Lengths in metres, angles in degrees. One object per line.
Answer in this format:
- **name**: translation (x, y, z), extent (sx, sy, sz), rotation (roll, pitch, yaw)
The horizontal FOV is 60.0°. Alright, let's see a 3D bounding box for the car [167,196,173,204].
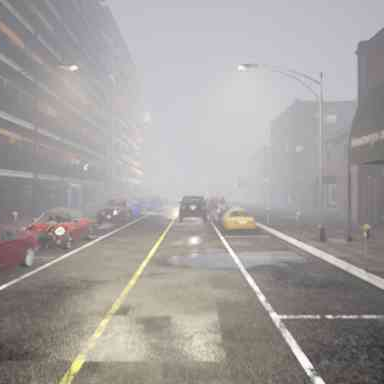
- **car**: translation (-5.711, 1.796, 69.616), extent (1.947, 1.339, 4.313), rotation (0, 0, 0)

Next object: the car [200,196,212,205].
- **car**: translation (2.672, 1.649, 64.079), extent (1.967, 1.590, 4.097), rotation (0, 0, 0)

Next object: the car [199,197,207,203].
- **car**: translation (2.666, 1.861, 80.694), extent (1.802, 1.307, 4.206), rotation (0, 0, 0)

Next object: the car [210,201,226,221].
- **car**: translation (2.683, 1.619, 25.303), extent (2.008, 1.369, 4.403), rotation (0, 0, 0)

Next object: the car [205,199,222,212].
- **car**: translation (2.678, 1.649, 42.091), extent (1.752, 1.417, 4.829), rotation (0, 0, 0)

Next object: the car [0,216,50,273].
- **car**: translation (-5.692, 1.566, 8.683), extent (1.887, 1.381, 4.507), rotation (0, 0, 0)

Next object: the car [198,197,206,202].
- **car**: translation (2.664, 1.873, 86.234), extent (1.947, 1.339, 4.313), rotation (0, 0, 0)

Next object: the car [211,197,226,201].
- **car**: translation (2.681, 1.419, 36.382), extent (2.192, 1.841, 5.009), rotation (0, 0, 0)

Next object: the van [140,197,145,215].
- **van**: translation (-5.698, 1.426, 30.841), extent (1.690, 1.788, 3.998), rotation (0, 0, 0)

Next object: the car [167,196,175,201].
- **car**: translation (-5.719, 1.776, 91.770), extent (1.967, 1.590, 4.097), rotation (0, 0, 0)

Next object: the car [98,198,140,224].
- **car**: translation (-5.696, 1.383, 25.301), extent (2.192, 1.841, 5.009), rotation (0, 0, 0)

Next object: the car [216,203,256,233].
- **car**: translation (2.685, 1.578, 19.934), extent (1.752, 1.417, 4.829), rotation (0, 0, 0)

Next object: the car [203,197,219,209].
- **car**: translation (2.677, 1.584, 47.460), extent (1.967, 1.590, 4.097), rotation (0, 0, 0)

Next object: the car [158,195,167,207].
- **car**: translation (-5.705, 1.479, 52.997), extent (2.192, 1.841, 5.009), rotation (0, 0, 0)

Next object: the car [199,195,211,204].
- **car**: translation (2.670, 1.546, 69.620), extent (2.192, 1.841, 5.009), rotation (0, 0, 0)

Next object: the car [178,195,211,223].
- **car**: translation (0.092, 1.292, 26.727), extent (2.150, 2.045, 5.566), rotation (0, 0, 0)

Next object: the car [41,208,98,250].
- **car**: translation (-5.693, 1.476, 14.222), extent (1.967, 1.590, 4.097), rotation (0, 0, 0)

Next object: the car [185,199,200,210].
- **car**: translation (0.087, 1.701, 45.471), extent (1.994, 1.385, 4.181), rotation (0, 0, 0)

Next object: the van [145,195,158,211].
- **van**: translation (-5.702, 1.463, 41.919), extent (1.690, 1.788, 3.998), rotation (0, 0, 0)
